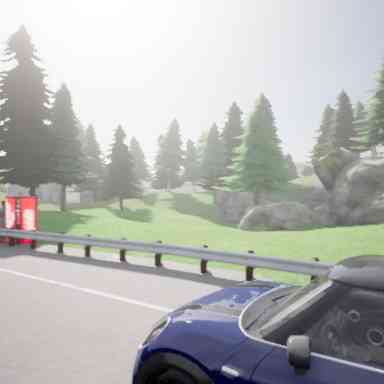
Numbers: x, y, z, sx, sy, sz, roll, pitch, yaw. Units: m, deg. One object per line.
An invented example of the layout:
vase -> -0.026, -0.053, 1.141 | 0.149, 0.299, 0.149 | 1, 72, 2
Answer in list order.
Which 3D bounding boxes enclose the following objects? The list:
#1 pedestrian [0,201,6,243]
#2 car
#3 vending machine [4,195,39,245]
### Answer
pedestrian -> -8.319, 1.292, 14.847 | 0.375, 1.860, 0.375 | 0, 0, 31
car -> 1.628, 1.345, 2.722 | 4.553, 1.767, 2.097 | 0, 0, 36
vending machine -> -7.527, 1.192, 14.724 | 0.880, 2.100, 1.100 | 0, 0, 31
